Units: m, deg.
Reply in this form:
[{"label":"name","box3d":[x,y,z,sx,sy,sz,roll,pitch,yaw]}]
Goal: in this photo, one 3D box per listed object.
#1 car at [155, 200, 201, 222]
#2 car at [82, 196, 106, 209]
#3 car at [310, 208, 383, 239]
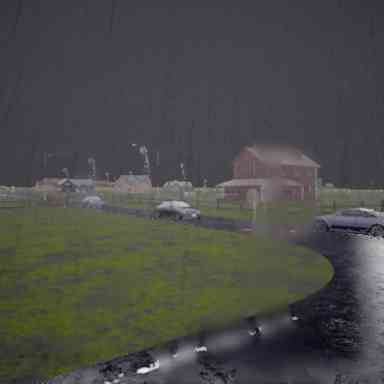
[{"label":"car","box3d":[-1.203,1.382,25.503,1.812,1.442,4.674,0,0,-35]},{"label":"car","box3d":[-12.207,1.250,41.117,1.812,1.442,4.674,0,0,-35]},{"label":"car","box3d":[8.360,1.519,17.180,1.994,1.385,4.181,-1,1,-44]}]
